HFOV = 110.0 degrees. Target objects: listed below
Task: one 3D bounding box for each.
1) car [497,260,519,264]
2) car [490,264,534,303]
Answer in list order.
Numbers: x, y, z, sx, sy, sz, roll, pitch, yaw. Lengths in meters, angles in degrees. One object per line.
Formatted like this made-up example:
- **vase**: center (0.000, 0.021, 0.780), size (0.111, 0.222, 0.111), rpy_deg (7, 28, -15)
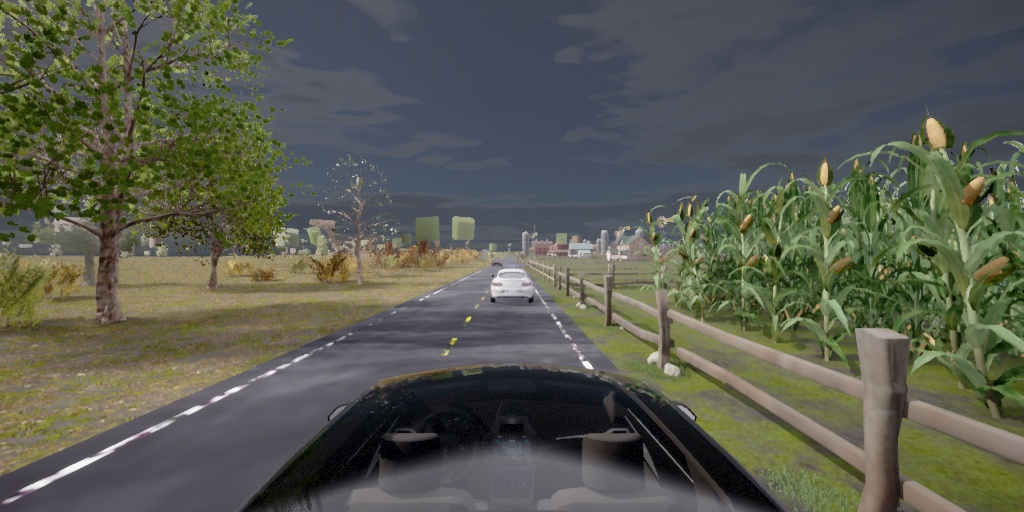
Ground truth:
- **car**: center (0.000, 1.301, 31.499), size (2.033, 1.411, 5.357), rpy_deg (0, 0, 0)
- **car**: center (0.000, 1.279, 16.499), size (1.812, 1.442, 4.674), rpy_deg (0, 0, 0)
